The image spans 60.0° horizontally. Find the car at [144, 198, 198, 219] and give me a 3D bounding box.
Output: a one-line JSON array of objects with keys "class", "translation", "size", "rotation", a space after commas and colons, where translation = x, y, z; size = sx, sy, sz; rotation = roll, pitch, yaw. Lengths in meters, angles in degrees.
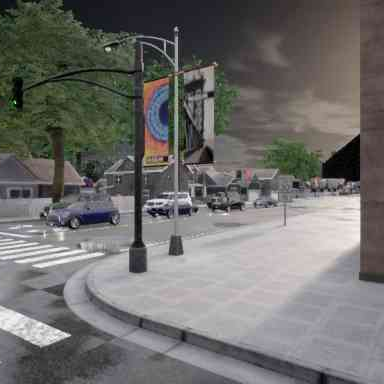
[{"class": "car", "translation": [-1.504, 1.462, 28.139], "size": [1.895, 1.301, 4.718], "rotation": [0, 0, 36]}]

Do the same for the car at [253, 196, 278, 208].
[{"class": "car", "translation": [9.743, 1.248, 43.806], "size": [2.128, 1.511, 4.902], "rotation": [0, 0, 36]}]

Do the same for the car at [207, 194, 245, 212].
[{"class": "car", "translation": [3.946, 1.287, 35.742], "size": [1.882, 1.535, 5.008], "rotation": [0, 0, 35]}]

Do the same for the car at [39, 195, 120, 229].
[{"class": "car", "translation": [-6.729, 1.264, 20.821], "size": [2.097, 1.767, 4.553], "rotation": [0, 0, 35]}]

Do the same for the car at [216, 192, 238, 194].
[{"class": "car", "translation": [4.038, 1.005, 41.438], "size": [2.150, 2.045, 5.566], "rotation": [0, 0, 35]}]

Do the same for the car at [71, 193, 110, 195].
[{"class": "car", "translation": [-8.207, 1.120, 24.397], "size": [2.150, 2.045, 5.566], "rotation": [0, 0, 34]}]

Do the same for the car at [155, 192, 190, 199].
[{"class": "car", "translation": [-2.216, 1.063, 32.708], "size": [2.150, 2.045, 5.566], "rotation": [0, 0, 35]}]
